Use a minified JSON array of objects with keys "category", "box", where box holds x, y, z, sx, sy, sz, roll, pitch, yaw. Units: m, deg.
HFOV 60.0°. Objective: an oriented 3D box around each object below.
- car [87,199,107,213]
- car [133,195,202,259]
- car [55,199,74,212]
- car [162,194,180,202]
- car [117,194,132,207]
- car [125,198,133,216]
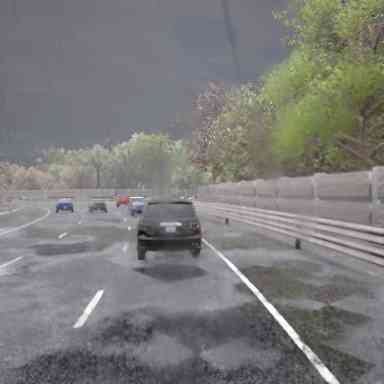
[{"category":"car","box":[-11.147,1.613,39.115,1.837,1.490,4.892,0,0,-21]},{"category":"car","box":[-0.969,1.246,12.902,2.150,2.045,5.566,0,0,-7]},{"category":"car","box":[-15.506,1.606,40.492,1.882,1.535,5.008,0,0,-23]},{"category":"car","box":[-5.109,1.499,81.695,2.097,1.767,4.553,0,0,33]},{"category":"car","box":[-11.042,1.351,54.289,2.150,2.045,5.566,-1,0,-9]},{"category":"car","box":[-5.386,1.599,33.432,1.812,1.442,4.674,0,0,-16]}]
